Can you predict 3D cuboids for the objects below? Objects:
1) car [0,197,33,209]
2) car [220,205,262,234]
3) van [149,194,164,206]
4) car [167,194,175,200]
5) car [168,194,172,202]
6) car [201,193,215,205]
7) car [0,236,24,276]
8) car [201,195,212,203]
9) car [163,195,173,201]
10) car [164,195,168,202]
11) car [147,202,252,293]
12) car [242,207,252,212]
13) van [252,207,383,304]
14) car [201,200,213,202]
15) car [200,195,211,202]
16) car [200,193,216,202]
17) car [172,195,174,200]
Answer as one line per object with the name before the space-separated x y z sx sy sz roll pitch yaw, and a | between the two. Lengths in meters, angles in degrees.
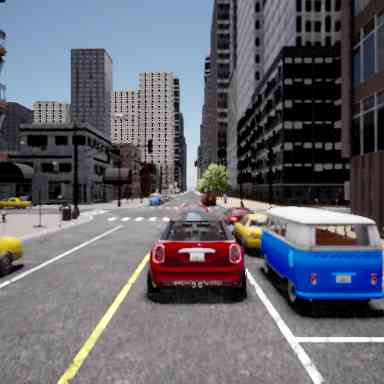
car | -21.402 1.298 39.299 4.829 1.417 1.752 0 0 0
car | 2.691 1.503 19.079 1.802 1.307 4.206 0 0 0
van | -5.685 1.171 51.465 1.690 1.788 3.998 0 0 0
car | -5.679 1.282 89.963 1.752 1.417 4.829 0 0 0
car | -5.683 1.233 68.038 1.967 1.590 4.097 0 0 0
car | 2.695 1.132 56.990 2.192 1.841 5.009 0 0 0
car | -5.690 1.492 7.583 1.752 1.417 4.829 0 0 0
car | 2.697 1.349 62.514 1.887 1.381 4.507 0 0 0
car | -5.681 1.324 79.085 2.008 1.369 4.403 0 0 0
car | -5.684 1.257 56.989 1.967 1.590 4.097 0 0 0
car | 0.101 1.315 8.892 2.097 1.767 4.553 0 0 0
car | 2.690 1.467 13.586 1.752 1.417 4.829 0 0 0
van | 2.689 1.307 7.751 1.690 1.788 3.998 0 0 0
car | 0.103 1.403 18.101 1.882 1.535 5.008 0 0 0
car | 2.698 1.359 68.039 1.947 1.339 4.313 0 0 0
car | 2.695 1.145 51.466 2.192 1.841 5.009 0 0 0
car | -5.681 1.334 73.561 2.008 1.369 4.403 0 0 0
